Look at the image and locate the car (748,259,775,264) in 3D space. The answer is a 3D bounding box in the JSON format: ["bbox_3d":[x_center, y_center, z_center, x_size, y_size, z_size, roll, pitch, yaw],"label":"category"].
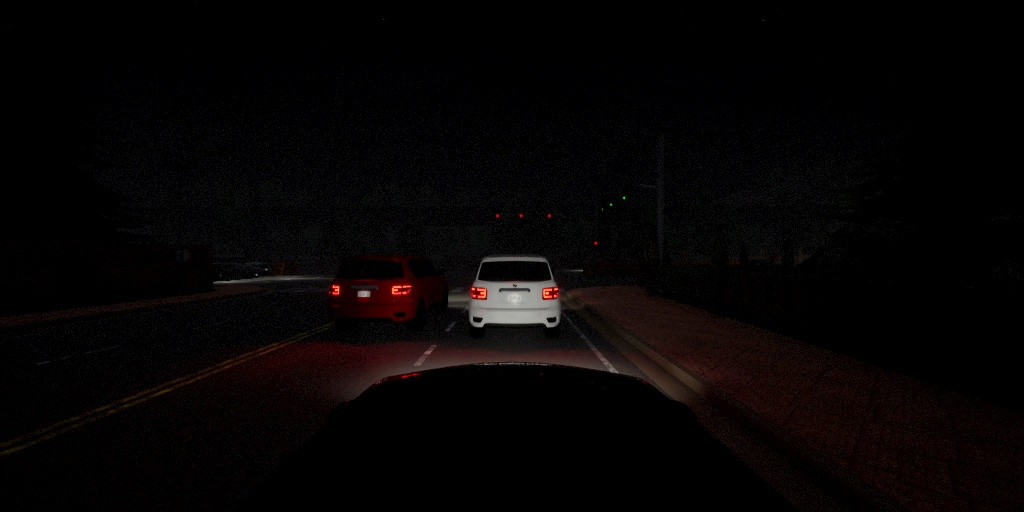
[{"bbox_3d":[33.207,1.220,48.938,4.892,1.490,1.837,-1,0,0],"label":"car"}]

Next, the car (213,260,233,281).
[{"bbox_3d":[-25.234,1.255,28.106,4.892,1.490,1.837,0,0,0],"label":"car"}]

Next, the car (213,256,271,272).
[{"bbox_3d":[-26.834,0.971,35.120,5.566,2.045,2.150,0,0,0],"label":"car"}]

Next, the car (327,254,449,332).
[{"bbox_3d":[-3.419,0.971,10.985,2.150,2.045,5.566,0,0,0],"label":"car"}]

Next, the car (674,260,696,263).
[{"bbox_3d":[23.361,1.297,48.978,5.357,1.411,2.033,0,0,0],"label":"car"}]

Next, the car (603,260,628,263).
[{"bbox_3d":[13.593,1.254,49.039,4.892,1.490,1.837,0,0,0],"label":"car"}]

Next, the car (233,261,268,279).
[{"bbox_3d":[-24.732,1.350,31.604,4.718,1.301,1.895,0,0,0],"label":"car"}]

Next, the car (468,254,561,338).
[{"bbox_3d":[0.081,0.971,10.303,2.150,2.045,5.566,0,0,1],"label":"car"}]
